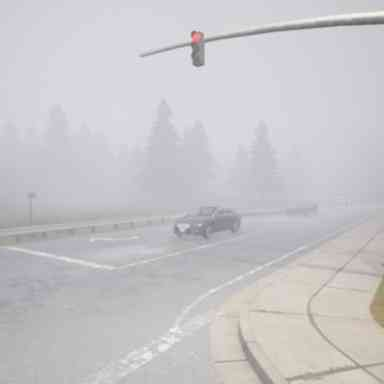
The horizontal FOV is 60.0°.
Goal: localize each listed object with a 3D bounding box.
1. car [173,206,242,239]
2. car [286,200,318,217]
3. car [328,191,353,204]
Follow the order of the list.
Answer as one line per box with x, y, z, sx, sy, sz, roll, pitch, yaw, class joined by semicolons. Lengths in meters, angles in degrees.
0.937;1.525;17.674;2.128;1.511;4.902;-1;0;35;car
10.411;1.495;31.302;1.882;1.535;5.008;-1;0;35;car
19.781;0.877;44.070;2.150;2.045;5.566;-1;0;37;car
